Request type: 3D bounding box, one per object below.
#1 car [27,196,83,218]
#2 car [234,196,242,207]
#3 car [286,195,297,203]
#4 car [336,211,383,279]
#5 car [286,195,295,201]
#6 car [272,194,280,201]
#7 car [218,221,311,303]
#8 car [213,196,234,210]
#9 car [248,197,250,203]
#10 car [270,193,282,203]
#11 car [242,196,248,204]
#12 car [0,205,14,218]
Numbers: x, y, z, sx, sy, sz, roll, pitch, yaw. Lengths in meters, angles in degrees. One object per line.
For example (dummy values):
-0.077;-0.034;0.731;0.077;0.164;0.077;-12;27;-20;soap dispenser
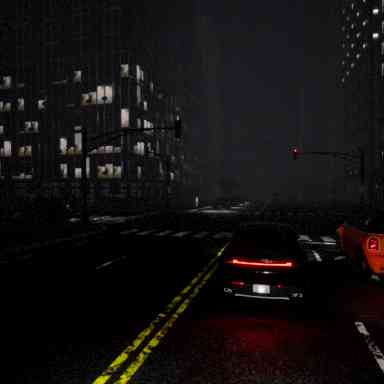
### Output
-11.761;1.216;28.657;4.553;1.767;2.097;1;1;15;car
6.215;1.472;51.853;1.837;1.490;4.892;0;0;14;car
20.926;1.465;69.523;2.128;1.511;4.902;0;0;14;car
5.725;1.347;9.958;2.097;1.767;4.553;0;0;14;car
23.490;1.467;79.524;2.033;1.411;5.357;0;0;14;car
20.342;1.238;80.334;1.882;1.535;5.008;0;0;14;car
1.855;1.501;8.355;1.837;1.490;4.892;0;0;14;car
3.912;1.502;42.875;1.812;1.442;4.674;0;0;14;car
11.105;1.498;70.504;1.994;1.385;4.181;0;0;14;car
17.758;1.159;70.273;2.150;2.045;5.566;0;0;14;car
8.552;1.483;60.847;1.812;1.442;4.674;0;0;15;car
-16.764;1.434;27.217;4.313;1.339;1.947;1;1;16;car
